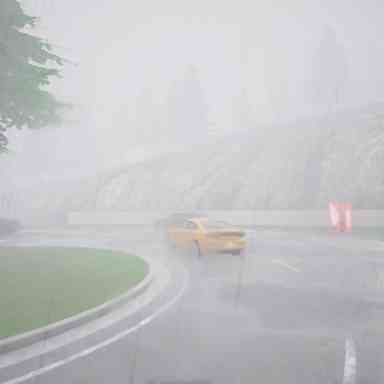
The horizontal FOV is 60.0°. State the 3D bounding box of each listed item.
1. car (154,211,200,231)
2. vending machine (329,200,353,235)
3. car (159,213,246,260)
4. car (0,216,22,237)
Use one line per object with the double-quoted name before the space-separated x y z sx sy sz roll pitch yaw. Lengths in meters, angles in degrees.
"car" -0.593 2.195 24.601 4.892 1.490 1.837 -2 -3 30
"vending machine" 9.386 1.593 20.999 1.100 2.100 0.880 0 -2 -33
"car" 0.389 1.876 14.531 1.882 1.535 5.008 1 -2 -24
"car" -14.596 2.435 23.379 4.892 1.490 1.837 -1 -2 1
